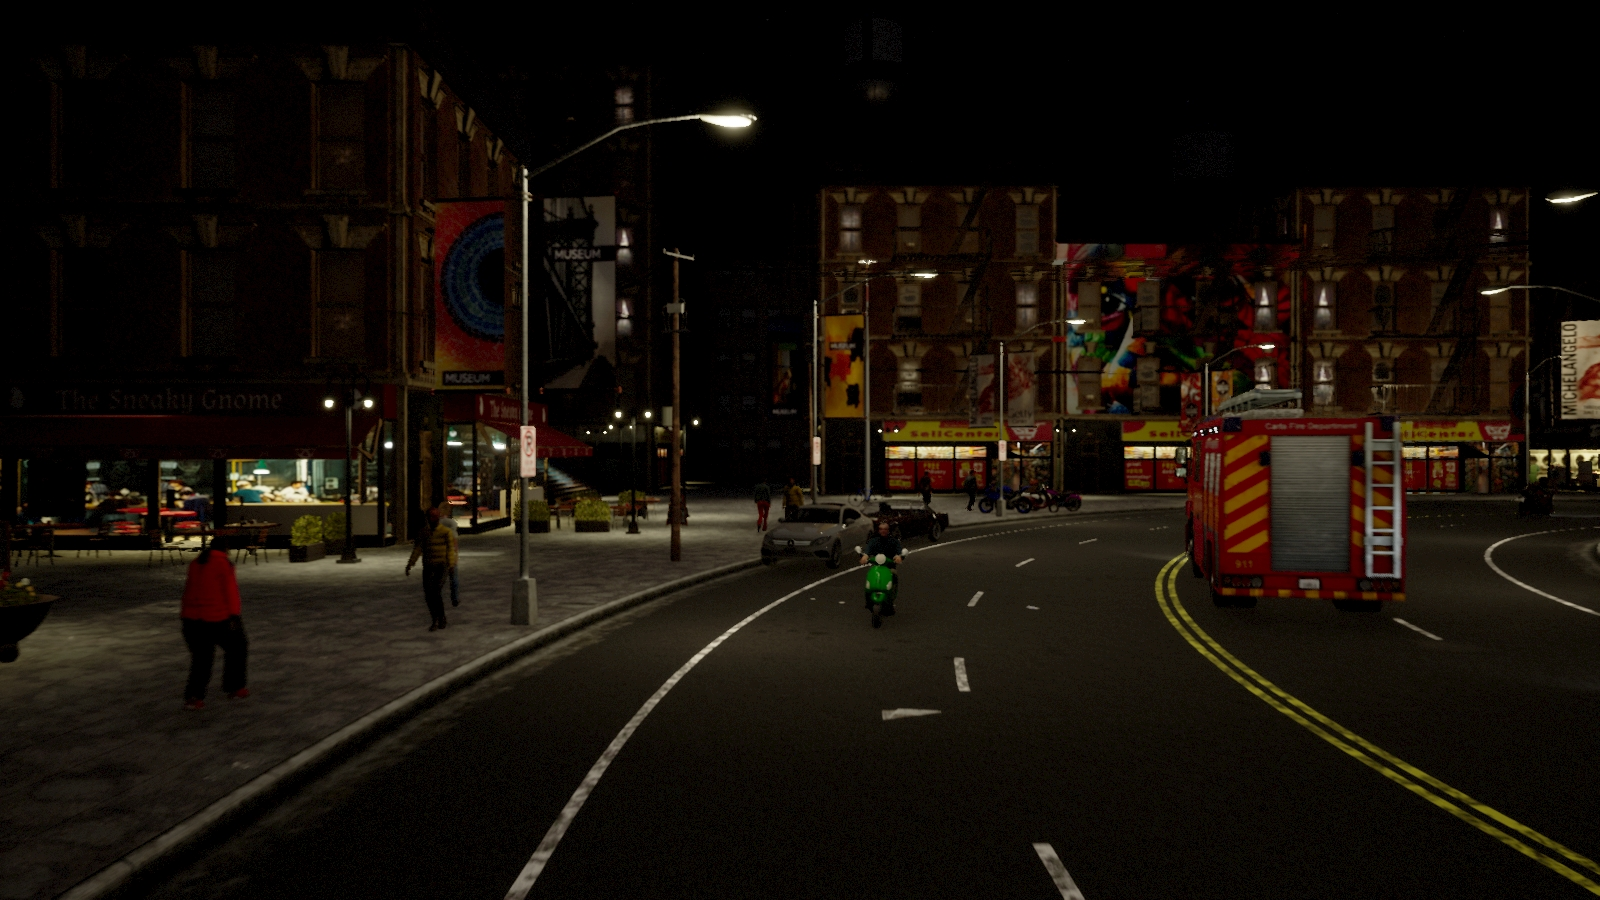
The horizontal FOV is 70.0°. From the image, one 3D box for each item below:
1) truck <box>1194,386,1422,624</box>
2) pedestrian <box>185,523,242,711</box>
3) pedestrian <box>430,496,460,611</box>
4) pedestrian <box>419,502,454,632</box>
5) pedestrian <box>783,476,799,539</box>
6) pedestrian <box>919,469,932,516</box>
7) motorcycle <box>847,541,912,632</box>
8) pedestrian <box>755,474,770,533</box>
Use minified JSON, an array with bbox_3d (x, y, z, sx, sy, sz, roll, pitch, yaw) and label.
[{"bbox_3d":[9.705,0.891,22.832,2.891,3.827,8.468,0,0,15],"label":"truck"},{"bbox_3d":[-6.004,1.696,11.699,0.375,1.860,0.375,0,0,8],"label":"pedestrian"},{"bbox_3d":[-5.842,1.696,18.812,0.375,1.860,0.375,0,0,2],"label":"pedestrian"},{"bbox_3d":[-5.297,1.696,16.647,0.375,1.860,0.375,0,0,5],"label":"pedestrian"},{"bbox_3d":[-0.255,1.696,33.950,0.375,1.860,0.375,0,0,19],"label":"pedestrian"},{"bbox_3d":[5.025,1.698,45.848,0.375,1.860,0.375,0,0,32],"label":"pedestrian"},{"bbox_3d":[1.321,2.182,18.610,0.856,1.236,1.805,1,0,10],"label":"motorcycle"},{"bbox_3d":[-1.211,1.695,36.515,0.375,1.860,0.375,0,0,17],"label":"pedestrian"}]
